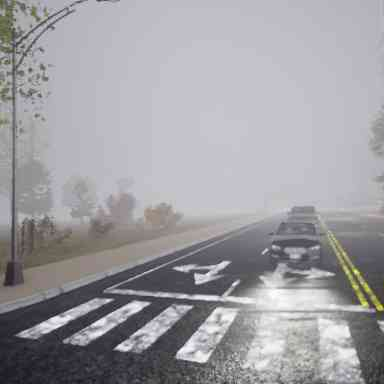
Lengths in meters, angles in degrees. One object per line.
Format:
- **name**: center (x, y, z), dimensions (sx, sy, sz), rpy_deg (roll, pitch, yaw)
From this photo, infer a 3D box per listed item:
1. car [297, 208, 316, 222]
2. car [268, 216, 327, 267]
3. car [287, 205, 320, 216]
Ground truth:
- **car**: center (14.414, 2.834, 41.801), dimensions (2.128, 1.511, 4.902), rpy_deg (-2, -3, 20)
- **car**: center (4.211, 1.934, 13.289), dimensions (2.128, 1.511, 4.902), rpy_deg (-2, -2, 19)
- **car**: center (8.780, 2.073, 26.167), dimensions (2.150, 2.045, 5.566), rpy_deg (-2, -3, 20)
